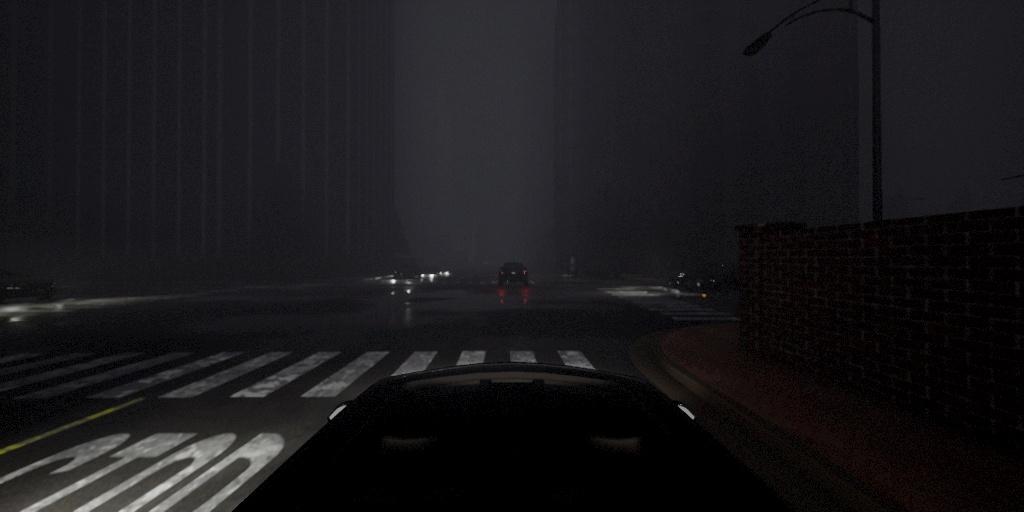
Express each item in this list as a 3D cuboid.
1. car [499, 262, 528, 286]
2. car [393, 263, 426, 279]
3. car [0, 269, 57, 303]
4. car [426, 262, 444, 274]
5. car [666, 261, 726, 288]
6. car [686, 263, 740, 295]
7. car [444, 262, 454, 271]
[{"bbox_3d":[0.101,1.263,27.315,2.097,1.767,4.553,0,-1,0],"label":"car"},{"bbox_3d":[-10.591,1.527,36.642,1.837,1.490,4.892,0,0,0],"label":"car"},{"bbox_3d":[-23.819,1.284,16.217,5.008,1.535,1.882,0,0,0],"label":"car"},{"bbox_3d":[-10.587,1.664,46.593,1.994,1.385,4.181,0,0,0],"label":"car"},{"bbox_3d":[12.595,1.218,23.529,4.553,1.767,2.097,0,0,0],"label":"car"},{"bbox_3d":[12.839,1.330,20.012,4.902,1.511,2.128,0,0,-1],"label":"car"},{"bbox_3d":[-10.540,1.674,57.114,2.128,1.511,4.902,0,0,1],"label":"car"}]
